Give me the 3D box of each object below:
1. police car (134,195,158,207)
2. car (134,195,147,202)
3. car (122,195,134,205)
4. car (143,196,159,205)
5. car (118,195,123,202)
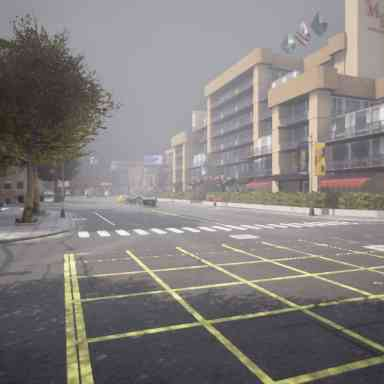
[{"bbox_3d":[-7.039,1.444,51.232,1.930,1.638,5.238,0,0,-21],"label":"police car"},{"bbox_3d":[-11.177,1.409,71.509,1.837,1.490,4.892,0,0,-21],"label":"car"},{"bbox_3d":[-11.121,1.527,61.718,1.837,1.490,4.892,0,0,-21],"label":"car"},{"bbox_3d":[-7.860,1.501,62.988,1.882,1.535,5.008,0,0,-21],"label":"car"},{"bbox_3d":[-14.436,1.385,70.233,1.882,1.535,5.008,0,0,-21],"label":"car"}]
